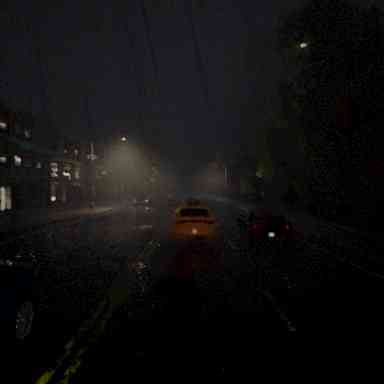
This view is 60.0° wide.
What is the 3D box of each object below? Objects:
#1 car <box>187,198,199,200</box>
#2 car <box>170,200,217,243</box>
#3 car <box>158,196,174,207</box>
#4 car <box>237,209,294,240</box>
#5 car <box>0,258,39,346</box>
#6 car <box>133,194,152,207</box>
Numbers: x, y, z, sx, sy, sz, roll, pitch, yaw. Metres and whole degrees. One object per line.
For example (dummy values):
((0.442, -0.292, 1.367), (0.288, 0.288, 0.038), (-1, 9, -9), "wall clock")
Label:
((0.096, 1.330, 34.452), (1.994, 1.385, 4.181), (0, 0, 0), "car")
((0.098, 1.372, 15.595), (1.882, 1.535, 5.008), (0, 0, 0), "car")
((-3.338, 1.248, 44.113), (2.033, 1.411, 5.357), (0, 0, 0), "car")
((3.348, 1.491, 16.213), (1.895, 1.301, 4.718), (0, 0, 0), "car")
((-3.352, 1.501, 3.597), (1.812, 1.442, 4.674), (0, 0, 0), "car")
((-6.584, 1.049, 44.551), (2.097, 1.767, 4.553), (0, 0, 0), "car")
